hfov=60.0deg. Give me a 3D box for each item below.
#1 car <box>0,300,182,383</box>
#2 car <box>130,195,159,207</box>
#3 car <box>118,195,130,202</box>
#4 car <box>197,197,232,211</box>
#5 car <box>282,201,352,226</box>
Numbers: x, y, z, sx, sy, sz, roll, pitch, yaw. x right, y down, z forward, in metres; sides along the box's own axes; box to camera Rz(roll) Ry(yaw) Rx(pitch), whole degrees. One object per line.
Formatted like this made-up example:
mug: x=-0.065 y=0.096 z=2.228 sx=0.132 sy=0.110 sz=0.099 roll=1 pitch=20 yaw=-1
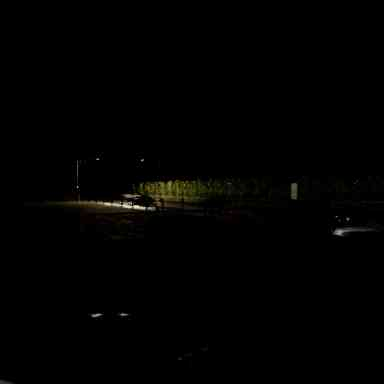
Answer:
car: x=-2.239 y=1.504 z=1.486 sx=4.892 sy=1.490 sz=1.837 roll=0 pitch=0 yaw=-36
car: x=-6.283 y=1.227 z=45.219 sx=1.837 sy=1.490 sz=4.892 roll=0 pitch=0 yaw=-33
car: x=-11.981 y=1.208 z=61.135 sx=1.895 sy=1.301 sz=4.718 roll=0 pitch=0 yaw=-32
car: x=2.509 y=1.289 z=38.444 sx=1.882 sy=1.535 sz=5.008 roll=0 pitch=1 yaw=-33
car: x=8.360 y=1.422 z=22.655 sx=1.837 sy=1.490 sz=4.892 roll=0 pitch=0 yaw=-33
